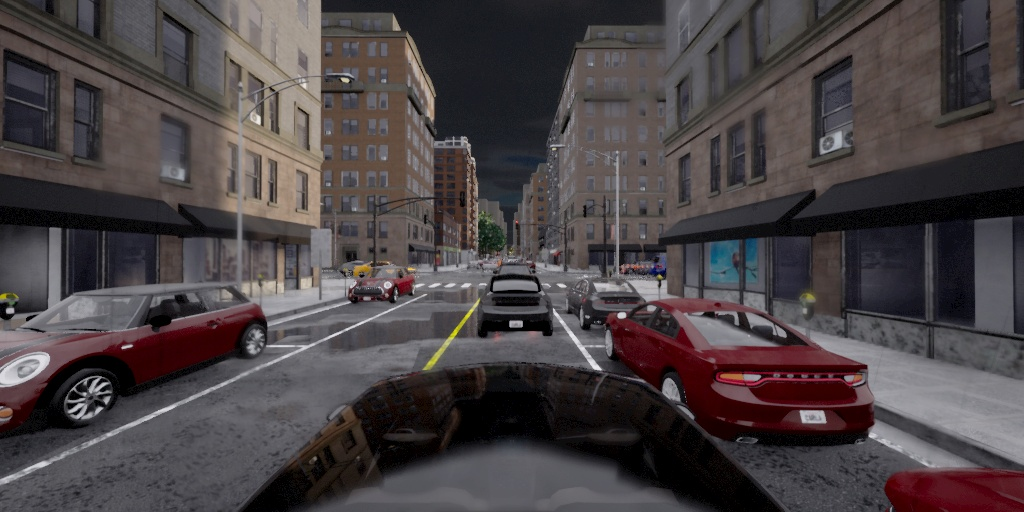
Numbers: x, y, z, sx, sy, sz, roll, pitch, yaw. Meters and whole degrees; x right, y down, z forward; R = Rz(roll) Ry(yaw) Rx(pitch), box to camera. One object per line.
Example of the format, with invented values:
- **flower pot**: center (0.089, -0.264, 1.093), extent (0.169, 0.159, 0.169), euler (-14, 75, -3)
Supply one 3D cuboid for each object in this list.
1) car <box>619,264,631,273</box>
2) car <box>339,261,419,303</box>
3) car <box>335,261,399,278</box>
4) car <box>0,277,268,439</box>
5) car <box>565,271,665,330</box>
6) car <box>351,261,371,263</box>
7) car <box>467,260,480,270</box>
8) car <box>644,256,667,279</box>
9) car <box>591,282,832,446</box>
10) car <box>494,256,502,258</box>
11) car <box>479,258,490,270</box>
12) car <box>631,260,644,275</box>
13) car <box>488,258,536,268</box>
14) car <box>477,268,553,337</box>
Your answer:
- **car**: center (14.039, 1.218, 39.280), extent (4.553, 1.767, 2.097), euler (0, 0, 0)
- **car**: center (-5.829, 1.194, 16.413), extent (1.967, 1.591, 4.097), euler (0, 0, 0)
- **car**: center (-13.109, 1.187, 32.651), extent (4.902, 1.511, 2.128), euler (0, 0, -3)
- **car**: center (-5.850, 1.190, 5.426), extent (1.967, 1.591, 4.097), euler (0, 0, 0)
- **car**: center (2.687, 1.302, 10.908), extent (2.007, 1.370, 4.403), euler (0, 0, 0)
- **car**: center (-10.004, 1.155, 28.675), extent (5.008, 1.535, 1.882), euler (0, -1, 7)
- **car**: center (-5.888, 1.342, 54.774), extent (2.007, 1.370, 4.403), euler (0, 0, 0)
- **car**: center (14.149, 1.007, 29.317), extent (5.566, 2.045, 2.150), euler (0, 0, 0)
- **car**: center (2.676, 1.295, 5.417), extent (1.888, 1.381, 4.507), euler (0, 0, 0)
- **car**: center (-3.148, 1.156, 60.759), extent (2.097, 1.767, 4.553), euler (0, 0, 0)
- **car**: center (-3.104, 1.386, 50.787), extent (1.895, 1.301, 4.718), euler (0, 0, 0)
- **car**: center (15.203, 1.392, 36.019), extent (5.357, 1.411, 2.033), euler (0, 0, 0)
- **car**: center (0.127, 1.107, 17.748), extent (2.097, 1.767, 4.553), euler (0, 0, 0)
- **car**: center (0.060, 1.257, 10.334), extent (1.837, 1.490, 4.892), euler (0, 0, -1)
